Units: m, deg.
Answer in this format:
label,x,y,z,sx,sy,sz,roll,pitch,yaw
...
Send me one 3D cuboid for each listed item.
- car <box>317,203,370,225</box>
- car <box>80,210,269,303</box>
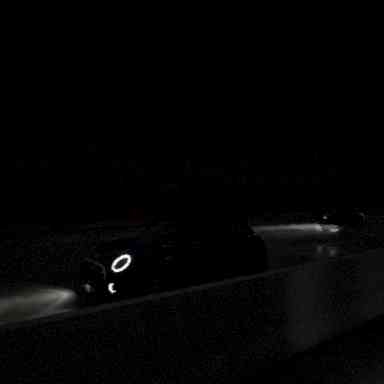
label,x,y,z,sx,sy,sz,roll,pitch,yaw
car,11.446,1.566,25.049,4.902,1.511,2.128,0,0,-35
car,-0.285,1.364,8.087,4.553,1.767,2.097,0,0,-35
